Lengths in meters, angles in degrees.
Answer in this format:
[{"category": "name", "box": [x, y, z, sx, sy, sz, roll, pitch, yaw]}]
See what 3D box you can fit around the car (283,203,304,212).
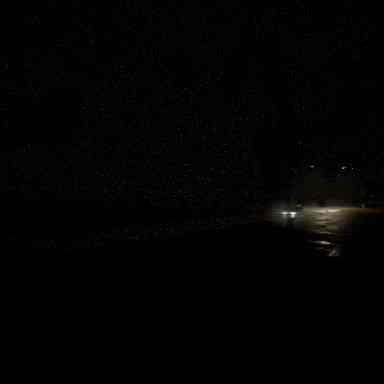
[{"category": "car", "box": [15.019, 2.260, 49.202, 1.994, 1.385, 4.181, -1, -1, 36]}]
